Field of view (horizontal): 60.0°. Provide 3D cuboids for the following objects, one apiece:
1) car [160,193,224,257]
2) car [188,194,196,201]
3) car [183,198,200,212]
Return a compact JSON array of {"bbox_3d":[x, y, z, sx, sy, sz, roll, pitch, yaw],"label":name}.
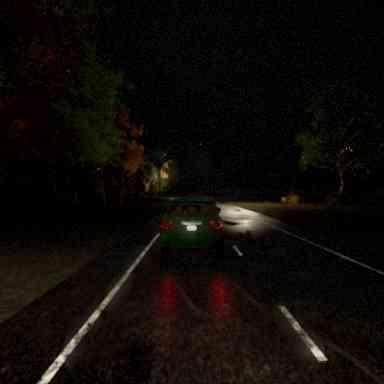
[{"bbox_3d":[-0.009,1.208,13.005,2.150,2.045,5.566,0,0,0],"label":"car"},{"bbox_3d":[-0.052,1.372,80.469,1.837,1.490,4.892,0,0,0],"label":"car"},{"bbox_3d":[-0.023,1.457,38.981,1.837,1.490,4.892,0,0,0],"label":"car"}]
